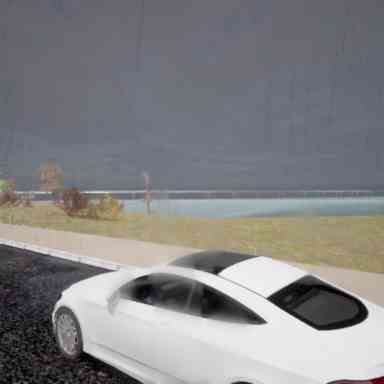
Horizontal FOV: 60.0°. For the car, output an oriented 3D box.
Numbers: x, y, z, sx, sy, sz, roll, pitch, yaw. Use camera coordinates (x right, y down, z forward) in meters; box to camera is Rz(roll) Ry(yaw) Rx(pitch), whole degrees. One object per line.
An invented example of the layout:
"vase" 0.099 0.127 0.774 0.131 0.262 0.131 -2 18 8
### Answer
"car" 0.101 1.476 4.070 4.674 1.442 1.812 -1 1 41
